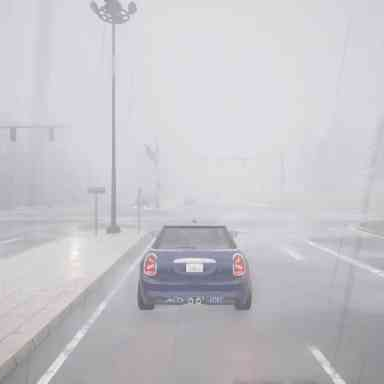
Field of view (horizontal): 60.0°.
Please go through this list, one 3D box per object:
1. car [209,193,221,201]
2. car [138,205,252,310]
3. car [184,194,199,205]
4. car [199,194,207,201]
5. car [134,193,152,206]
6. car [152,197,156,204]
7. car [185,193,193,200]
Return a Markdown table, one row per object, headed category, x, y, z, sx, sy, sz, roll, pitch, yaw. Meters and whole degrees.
| category | x | y | z | sx | sy | sz | roll | pitch | yaw |
| --- | --- | --- | --- | --- | --- | --- | --- | --- | --- |
| car | 6.241 | 1.215 | 85.084 | 2.150 | 2.045 | 5.566 | 0 | 0 | -1 |
| car | 0.060 | 1.352 | 7.964 | 2.097 | 1.767 | 4.553 | 0 | 0 | 0 |
| car | -0.235 | 1.526 | 54.784 | 1.812 | 1.442 | 4.674 | 0 | 0 | -1 |
| car | 2.736 | 1.513 | 85.350 | 1.812 | 1.442 | 4.674 | 0 | 0 | -1 |
| car | -8.334 | 1.352 | 55.615 | 2.097 | 1.767 | 4.553 | 0 | 0 | -1 |
| car | -8.454 | 1.564 | 65.561 | 1.994 | 1.385 | 4.181 | 0 | 0 | 0 |
| car | -0.942 | 1.189 | 95.643 | 2.150 | 2.045 | 5.566 | 0 | 0 | -1 |
